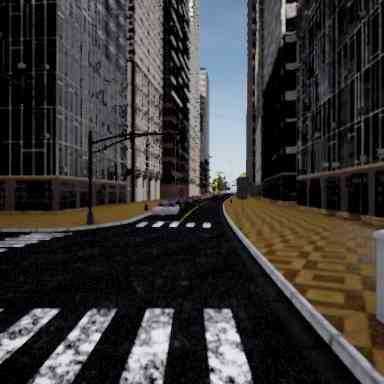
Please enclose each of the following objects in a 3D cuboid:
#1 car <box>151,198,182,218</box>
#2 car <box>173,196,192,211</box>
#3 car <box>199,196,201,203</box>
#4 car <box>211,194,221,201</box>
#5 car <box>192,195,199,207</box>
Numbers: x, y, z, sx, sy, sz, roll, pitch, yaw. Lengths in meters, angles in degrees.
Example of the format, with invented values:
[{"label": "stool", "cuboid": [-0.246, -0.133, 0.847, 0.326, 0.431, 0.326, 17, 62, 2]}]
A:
[{"label": "car", "cuboid": [-2.192, 1.475, 28.268, 1.895, 1.301, 4.718, 0, 0, 3]}, {"label": "car", "cuboid": [-1.546, 1.320, 37.592, 2.128, 1.511, 4.902, 0, 0, 4]}, {"label": "car", "cuboid": [0.581, 1.259, 58.540, 2.033, 1.411, 5.357, 0, 0, 7]}, {"label": "car", "cuboid": [5.112, 1.140, 69.811, 1.837, 1.490, 4.892, 0, 0, 8]}, {"label": "car", "cuboid": [-0.621, 1.320, 47.984, 2.033, 1.411, 5.357, 0, 0, 6]}]
